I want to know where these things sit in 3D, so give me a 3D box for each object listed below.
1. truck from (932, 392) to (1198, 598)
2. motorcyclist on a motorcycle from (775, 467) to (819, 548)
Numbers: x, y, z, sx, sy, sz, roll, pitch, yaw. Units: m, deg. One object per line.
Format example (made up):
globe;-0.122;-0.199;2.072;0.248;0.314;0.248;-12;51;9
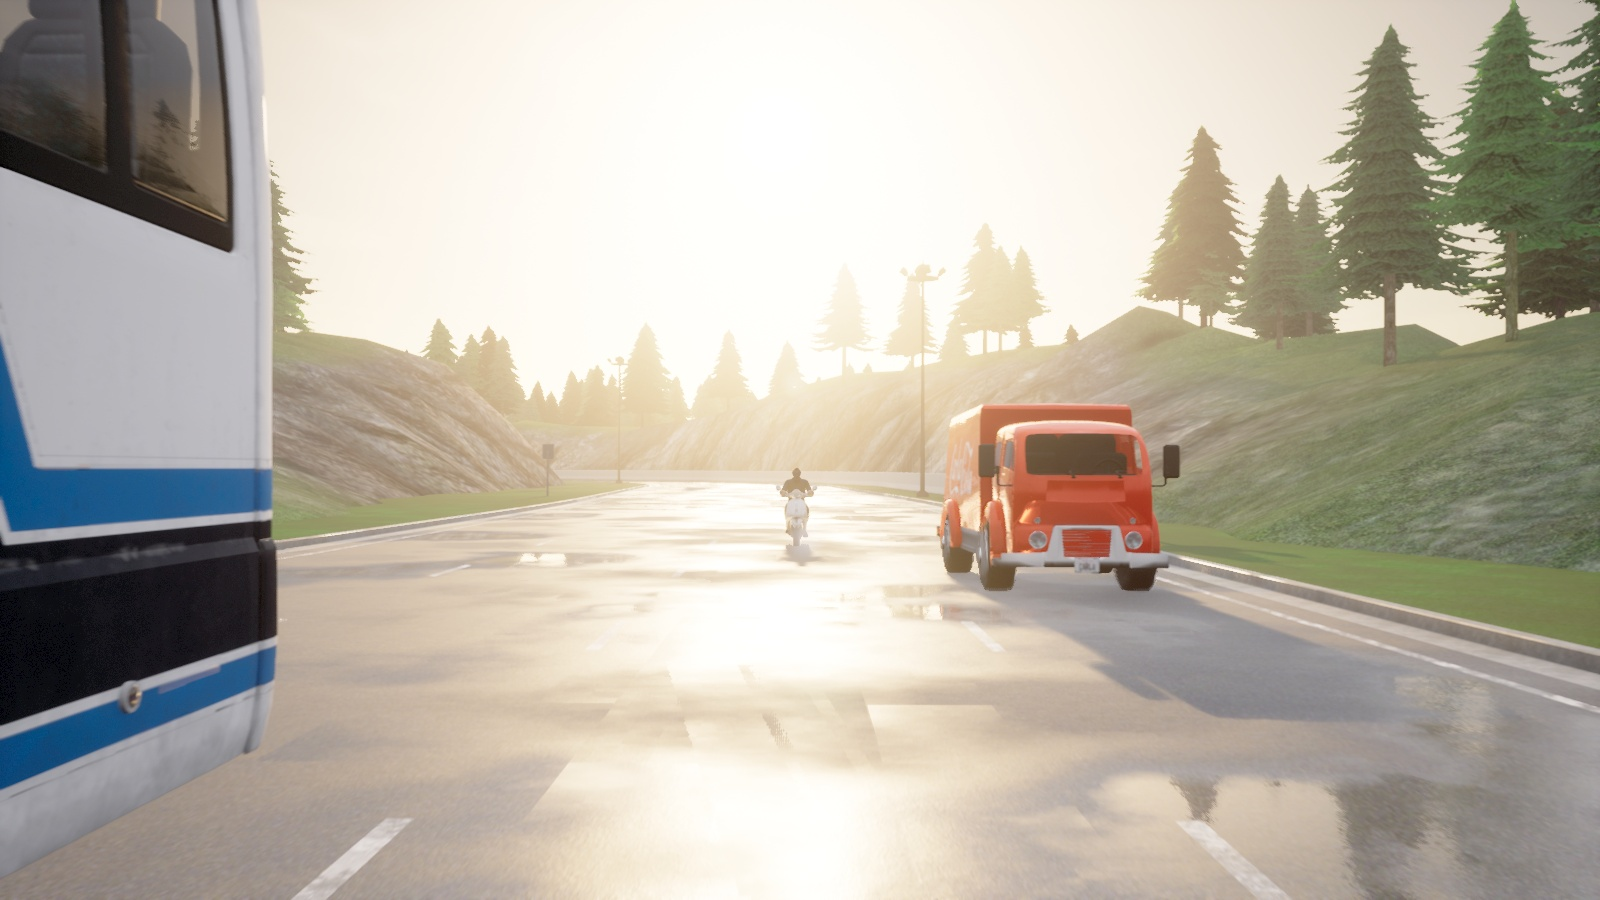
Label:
truck;3.455;0.580;17.687;2.627;2.467;5.204;0;-1;0
motorcyclist on a motorcycle;-0.063;1.157;25.776;0.866;1.590;1.817;0;-1;0
